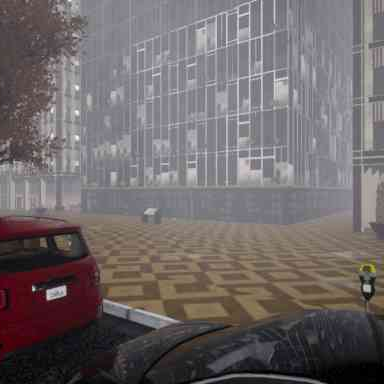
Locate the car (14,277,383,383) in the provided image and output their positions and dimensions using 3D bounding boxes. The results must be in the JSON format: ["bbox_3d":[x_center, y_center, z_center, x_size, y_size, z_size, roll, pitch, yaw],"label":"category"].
[{"bbox_3d":[0.896,1.566,2.238,4.313,1.339,1.947,0,0,36],"label":"car"}]

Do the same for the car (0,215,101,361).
[{"bbox_3d":[-3.596,1.315,5.451,5.009,1.841,2.192,0,0,36],"label":"car"}]
